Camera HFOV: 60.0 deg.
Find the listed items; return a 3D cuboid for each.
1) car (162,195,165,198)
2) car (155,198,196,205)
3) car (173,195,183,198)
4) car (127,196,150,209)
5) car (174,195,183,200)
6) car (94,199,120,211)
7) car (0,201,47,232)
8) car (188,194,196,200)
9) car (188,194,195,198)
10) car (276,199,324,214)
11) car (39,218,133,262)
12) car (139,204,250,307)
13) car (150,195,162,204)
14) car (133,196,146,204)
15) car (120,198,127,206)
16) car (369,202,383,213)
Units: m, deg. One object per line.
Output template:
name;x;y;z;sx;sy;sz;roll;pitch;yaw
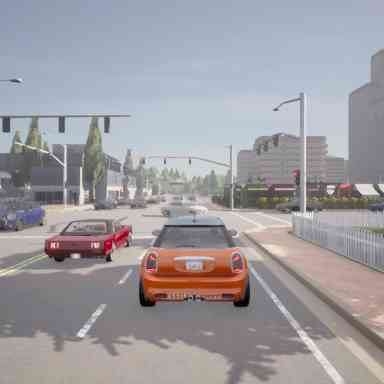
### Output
car;-7.035;1.525;75.271;2.128;1.511;4.902;0;0;0
car;-0.734;1.526;29.775;4.674;1.442;1.812;0;1;36
car;-3.537;1.513;77.796;1.812;1.442;4.674;0;0;0
car;-7.028;1.505;44.255;1.837;1.490;4.892;0;0;-2
car;-3.541;1.425;87.751;1.994;1.385;4.181;0;0;0
car;-10.617;1.564;40.931;1.994;1.385;4.181;0;0;0
car;-10.610;1.352;20.005;2.097;1.767;4.553;0;0;0
car;-0.041;1.398;87.754;2.128;1.511;4.902;0;0;0
car;-0.037;1.531;77.479;2.033;1.411;5.357;0;0;0
car;11.255;1.492;34.804;4.902;1.511;2.128;0;0;-1
car;-3.422;1.601;12.037;1.895;1.301;4.718;0;0;0
car;0.060;1.352;8.143;2.097;1.767;4.553;0;0;0
car;-7.100;1.601;60.154;1.895;1.301;4.718;0;0;0
car;-10.546;1.505;67.439;1.837;1.490;4.892;0;0;0
car;-10.616;1.565;52.828;1.994;1.385;4.181;0;0;0
car;21.364;1.478;35.058;5.008;1.535;1.882;0;0;-2
